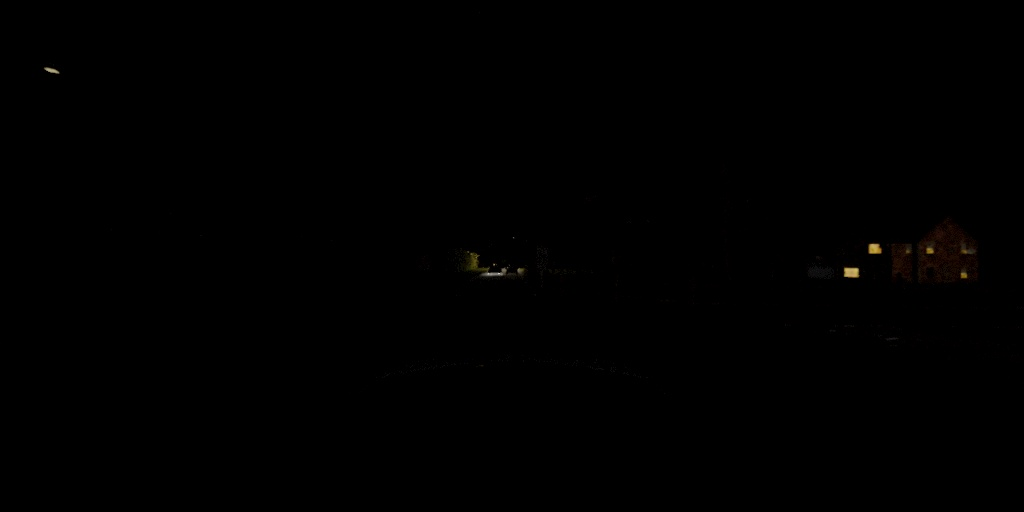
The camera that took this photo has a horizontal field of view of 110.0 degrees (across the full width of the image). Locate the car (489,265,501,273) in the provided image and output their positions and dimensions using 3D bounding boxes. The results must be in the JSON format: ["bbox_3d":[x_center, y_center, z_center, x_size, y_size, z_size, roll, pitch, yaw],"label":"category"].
[{"bbox_3d":[-2.761,2.166,59.425,1.994,1.385,4.181,0,-1,0],"label":"car"}]

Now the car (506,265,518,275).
[{"bbox_3d":[-0.009,2.071,54.396,2.033,1.411,5.357,0,-1,0],"label":"car"}]
